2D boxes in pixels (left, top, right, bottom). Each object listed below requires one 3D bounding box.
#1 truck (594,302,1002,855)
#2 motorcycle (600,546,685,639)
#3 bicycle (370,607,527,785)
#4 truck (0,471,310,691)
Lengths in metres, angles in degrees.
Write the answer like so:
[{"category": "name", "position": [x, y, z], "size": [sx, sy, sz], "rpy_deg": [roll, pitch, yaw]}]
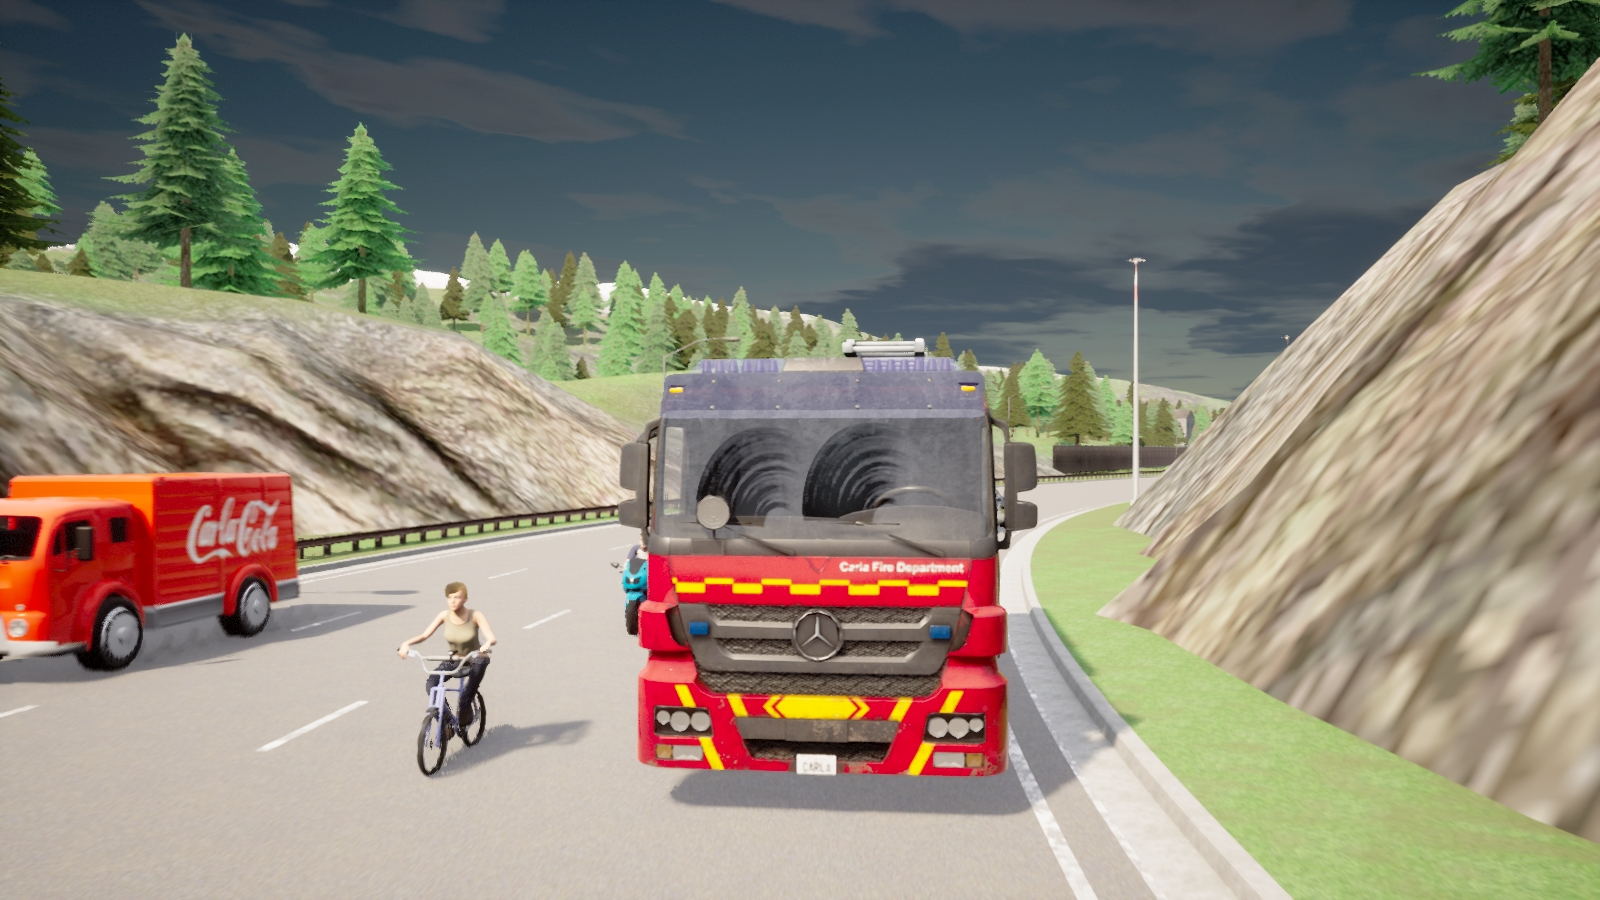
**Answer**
[{"category": "truck", "position": [0.396, 0.891, 12.261], "size": [2.891, 3.827, 8.468], "rpy_deg": [0, 0, 6]}, {"category": "motorcycle", "position": [-2.427, 2.186, 17.873], "size": [0.803, 1.199, 2.033], "rpy_deg": [0, 0, 7]}, {"category": "bicycle", "position": [-3.123, 2.158, 10.304], "size": [0.859, 1.277, 1.487], "rpy_deg": [0, 0, 5]}, {"category": "truck", "position": [-9.496, 1.568, 16.007], "size": [2.627, 2.467, 5.204], "rpy_deg": [0, 0, 6]}]
